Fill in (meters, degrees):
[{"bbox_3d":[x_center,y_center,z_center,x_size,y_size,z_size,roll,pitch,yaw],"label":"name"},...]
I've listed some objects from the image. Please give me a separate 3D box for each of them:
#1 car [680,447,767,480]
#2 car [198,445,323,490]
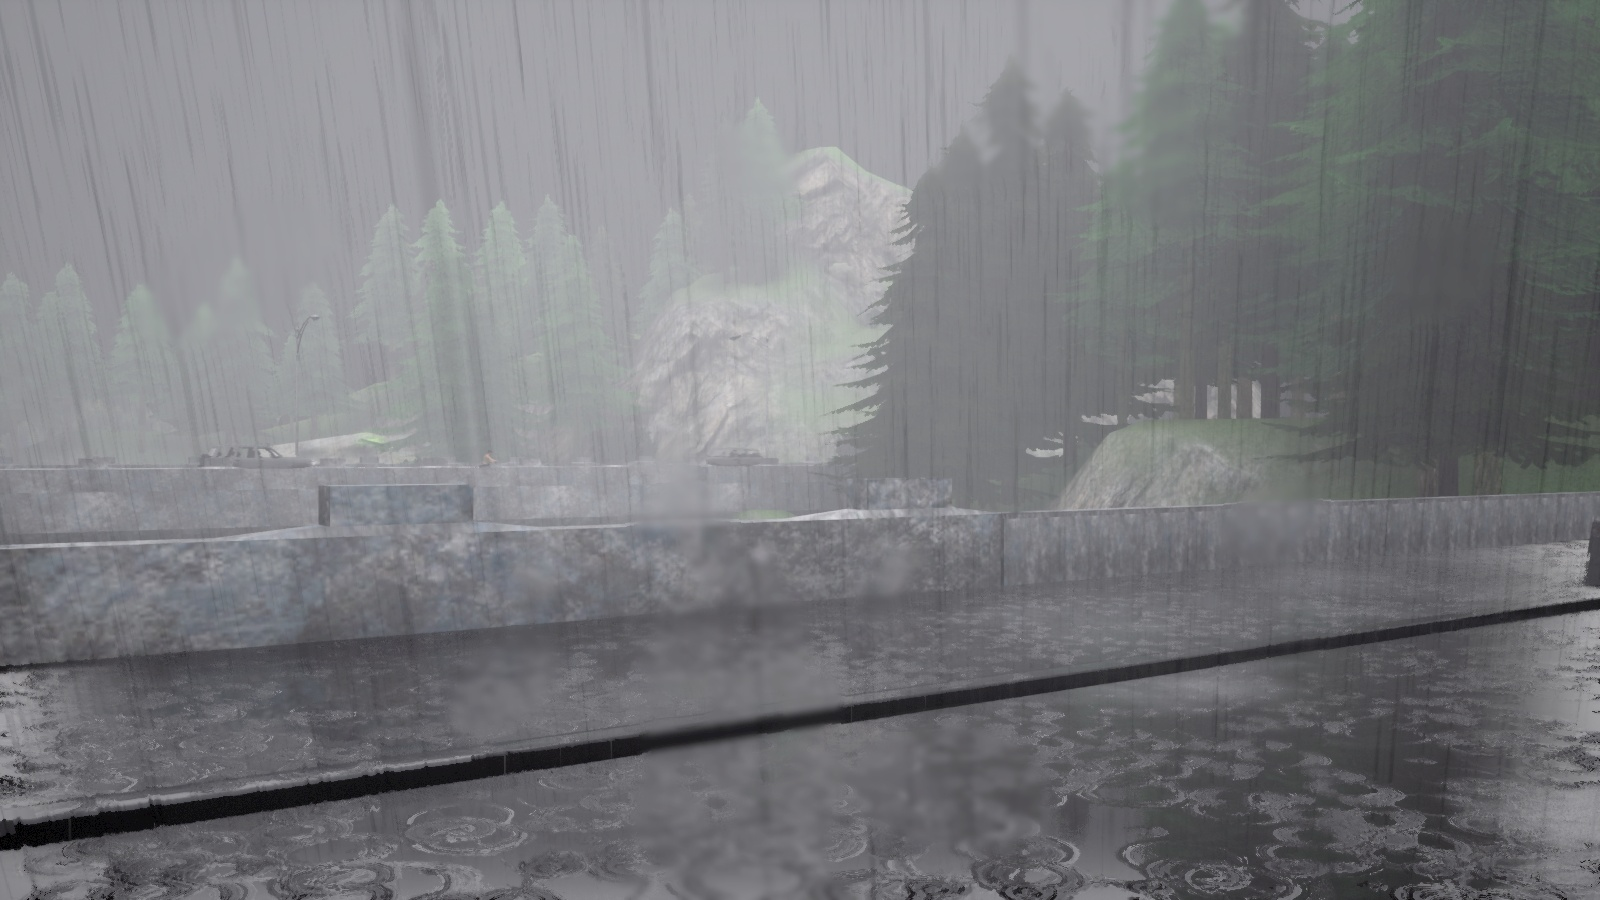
[{"bbox_3d":[-4.342,0.745,71.361,4.605,1.855,1.932,0,0,-35],"label":"car"},{"bbox_3d":[-22.964,0.739,53.497,4.605,1.855,1.932,1,-1,-35],"label":"car"}]
